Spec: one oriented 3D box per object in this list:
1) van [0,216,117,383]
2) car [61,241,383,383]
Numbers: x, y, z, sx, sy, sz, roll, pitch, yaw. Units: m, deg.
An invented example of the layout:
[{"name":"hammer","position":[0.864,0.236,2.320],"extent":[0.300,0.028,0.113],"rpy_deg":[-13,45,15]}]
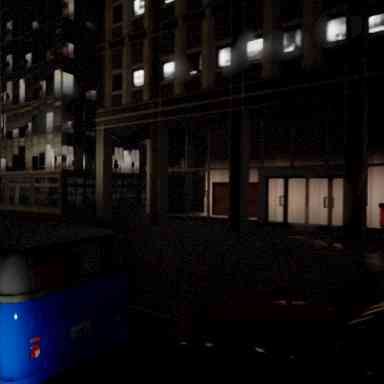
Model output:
[{"name":"van","position":[-2.758,1.289,4.792],"extent":[3.998,1.788,1.690],"rpy_deg":[1,1,35]},{"name":"car","position":[1.887,1.305,1.518],"extent":[5.009,1.841,2.192],"rpy_deg":[1,1,35]}]
